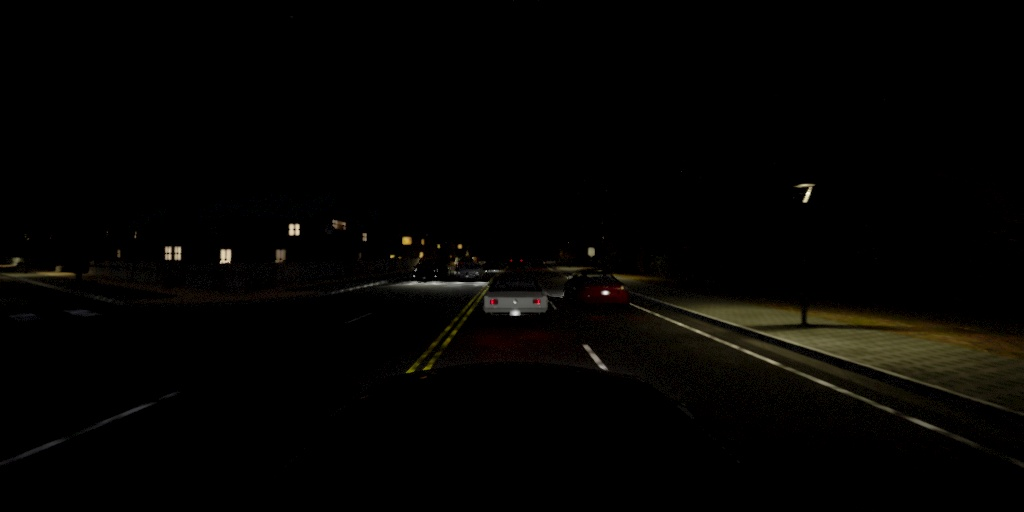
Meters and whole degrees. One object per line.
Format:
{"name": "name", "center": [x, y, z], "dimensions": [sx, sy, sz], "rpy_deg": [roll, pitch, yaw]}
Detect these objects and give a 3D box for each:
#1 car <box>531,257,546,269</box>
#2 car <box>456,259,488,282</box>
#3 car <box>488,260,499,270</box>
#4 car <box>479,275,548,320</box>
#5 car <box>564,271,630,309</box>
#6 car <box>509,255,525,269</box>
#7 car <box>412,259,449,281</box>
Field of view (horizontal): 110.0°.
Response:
{"name": "car", "center": [4.056, 0.975, 54.905], "dimensions": [2.097, 1.767, 4.553], "rpy_deg": [0, 0, 3]}
{"name": "car", "center": [-3.268, 1.221, 28.689], "dimensions": [1.812, 1.442, 4.674], "rpy_deg": [0, 0, 1]}
{"name": "car", "center": [-2.779, 1.192, 49.240], "dimensions": [2.033, 1.411, 5.357], "rpy_deg": [0, 0, 2]}
{"name": "car", "center": [0.101, 1.330, 12.423], "dimensions": [1.895, 1.301, 4.718], "rpy_deg": [0, 0, 0]}
{"name": "car", "center": [3.353, 1.289, 14.852], "dimensions": [1.994, 1.385, 4.181], "rpy_deg": [0, 0, 0]}
{"name": "car", "center": [0.773, 0.848, 54.411], "dimensions": [2.150, 2.045, 5.566], "rpy_deg": [0, 0, 3]}
{"name": "car", "center": [-6.511, 1.047, 28.955], "dimensions": [2.097, 1.767, 4.553], "rpy_deg": [0, 0, 1]}
